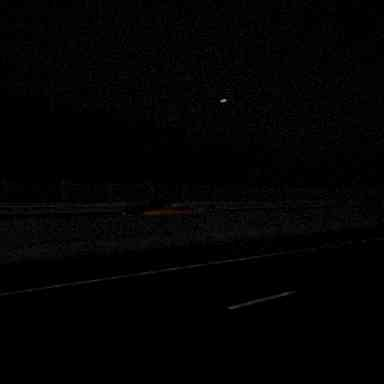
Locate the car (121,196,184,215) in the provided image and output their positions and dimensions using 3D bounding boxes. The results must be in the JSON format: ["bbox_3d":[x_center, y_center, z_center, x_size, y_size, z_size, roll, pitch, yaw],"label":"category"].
[{"bbox_3d":[-3.012,1.361,27.644,5.566,2.045,2.150,1,0,-36],"label":"car"}]

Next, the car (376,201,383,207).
[{"bbox_3d":[30.271,2.050,51.336,4.902,1.511,2.128,1,0,-35],"label":"car"}]

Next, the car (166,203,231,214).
[{"bbox_3d":[0.905,1.664,21.839,4.674,1.442,1.812,1,0,-36],"label":"car"}]

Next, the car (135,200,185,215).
[{"bbox_3d":[-1.303,1.613,24.564,5.008,1.535,1.882,1,0,-36],"label":"car"}]
